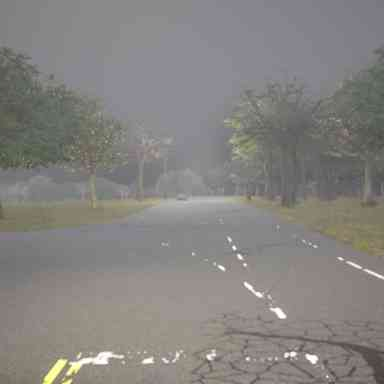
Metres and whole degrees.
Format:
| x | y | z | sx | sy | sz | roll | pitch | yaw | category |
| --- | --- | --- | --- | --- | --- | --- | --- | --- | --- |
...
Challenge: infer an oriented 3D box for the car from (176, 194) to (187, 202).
| x | y | z | sx | sy | sz | roll | pitch | yaw | category |
| --- | --- | --- | --- | --- | --- | --- | --- | --- | --- |
| -1.910 | 1.067 | 63.076 | 2.033 | 1.411 | 5.357 | -1 | 1 | 2 | car |
